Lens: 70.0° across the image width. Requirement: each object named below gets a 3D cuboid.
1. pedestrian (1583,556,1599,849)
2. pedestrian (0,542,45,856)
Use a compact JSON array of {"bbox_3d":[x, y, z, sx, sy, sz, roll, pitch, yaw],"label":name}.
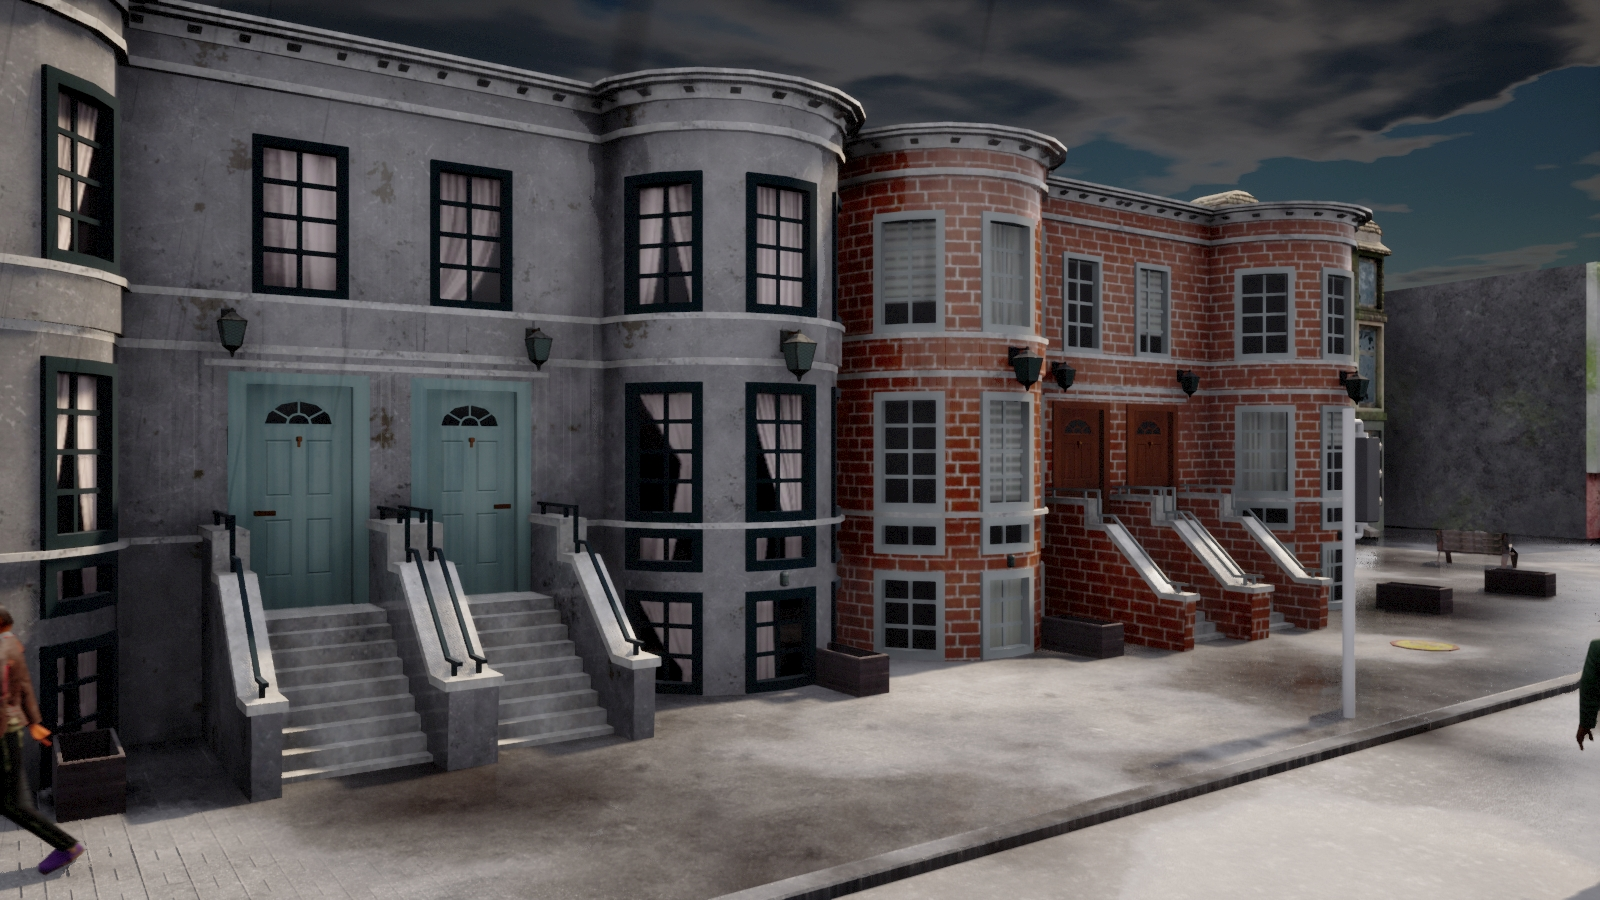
[{"bbox_3d":[5.341,1.628,7.346,0.375,1.860,0.375,0,0,-28],"label":"pedestrian"},{"bbox_3d":[-4.914,1.524,7.091,0.375,1.860,0.375,0,0,-34],"label":"pedestrian"}]
